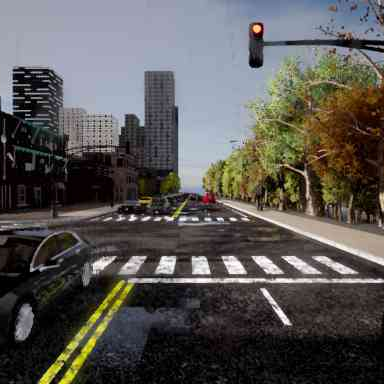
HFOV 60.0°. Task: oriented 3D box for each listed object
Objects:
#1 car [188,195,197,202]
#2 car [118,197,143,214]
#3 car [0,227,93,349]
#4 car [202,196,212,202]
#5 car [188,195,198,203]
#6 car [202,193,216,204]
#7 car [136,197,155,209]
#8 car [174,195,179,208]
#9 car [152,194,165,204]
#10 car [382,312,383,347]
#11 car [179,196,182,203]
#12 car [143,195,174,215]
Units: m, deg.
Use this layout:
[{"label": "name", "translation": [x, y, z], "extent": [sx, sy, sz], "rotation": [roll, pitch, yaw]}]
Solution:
[{"label": "car", "translation": [0.115, 1.446, 76.495], "extent": [1.882, 1.535, 5.008], "rotation": [0, 0, 0]}, {"label": "car", "translation": [-6.549, 1.553, 35.376], "extent": [1.994, 1.385, 4.181], "rotation": [0, 0, 0]}, {"label": "car", "translation": [-3.341, 1.503, 6.318], "extent": [1.837, 1.490, 4.892], "rotation": [0, 0, 0]}, {"label": "car", "translation": [3.361, 1.522, 75.874], "extent": [1.994, 1.385, 4.181], "rotation": [0, 0, 0]}, {"label": "car", "translation": [0.196, 1.466, 66.188], "extent": [2.128, 1.511, 4.902], "rotation": [0, 0, 0]}, {"label": "car", "translation": [3.441, 1.196, 65.290], "extent": [2.150, 2.045, 5.566], "rotation": [0, 0, 1]}, {"label": "car", "translation": [-6.530, 1.461, 47.102], "extent": [1.882, 1.535, 5.008], "rotation": [0, 0, 0]}, {"label": "car", "translation": [-3.276, 1.487, 49.303], "extent": [1.837, 1.490, 4.892], "rotation": [0, 0, 0]}, {"label": "car", "translation": [-6.446, 1.327, 64.911], "extent": [2.097, 1.767, 4.553], "rotation": [0, 0, 1]}, {"label": "car", "translation": [3.355, 1.491, 2.342], "extent": [2.128, 1.511, 4.902], "rotation": [0, 0, 0]}, {"label": "car", "translation": [-3.150, 1.481, 69.399], "extent": [1.837, 1.490, 4.892], "rotation": [0, 0, 0]}, {"label": "car", "translation": [-3.302, 1.342, 33.464], "extent": [2.097, 1.767, 4.553], "rotation": [0, 0, 0]}]
